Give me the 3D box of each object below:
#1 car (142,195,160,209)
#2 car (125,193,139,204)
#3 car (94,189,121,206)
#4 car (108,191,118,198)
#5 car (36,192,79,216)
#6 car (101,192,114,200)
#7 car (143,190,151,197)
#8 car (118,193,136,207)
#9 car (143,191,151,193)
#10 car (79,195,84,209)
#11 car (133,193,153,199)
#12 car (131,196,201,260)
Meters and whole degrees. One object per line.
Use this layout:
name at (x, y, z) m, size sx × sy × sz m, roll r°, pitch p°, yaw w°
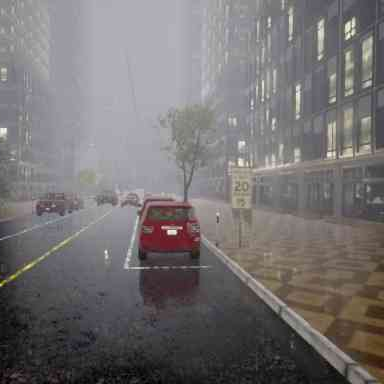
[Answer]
car at (-4.938, 1.139, 39.519) m, size 2.008 × 1.369 × 4.403 m, roll 1°, pitch 1°, yaw -8°
car at (-9.110, 0.899, 50.800) m, size 1.882 × 1.535 × 5.008 m, roll 1°, pitch 1°, yaw -8°
car at (-10.733, 0.694, 42.563) m, size 2.150 × 2.045 × 5.566 m, roll 1°, pitch 1°, yaw -8°
car at (-18.208, 0.488, 76.930) m, size 1.967 × 1.590 × 4.097 m, roll 1°, pitch 1°, yaw -8°
car at (-11.173, 0.921, 27.401) m, size 2.192 × 1.841 × 5.009 m, roll 1°, pitch 1°, yaw -8°
car at (-16.646, 0.721, 65.925) m, size 2.008 × 1.369 × 4.403 m, roll 1°, pitch 1°, yaw -8°
car at (-12.750, 0.288, 94.548) m, size 2.192 × 1.841 × 5.009 m, roll 1°, pitch 1°, yaw -8°
car at (-7.663, 1.135, 40.948) m, size 1.895 × 1.301 × 4.718 m, roll 1°, pitch 1°, yaw -8°
car at (-7.282, 0.946, 56.028) m, size 1.887 × 1.381 × 4.507 m, roll 1°, pitch 1°, yaw -8°
car at (-11.956, 0.983, 32.905) m, size 1.967 × 1.590 × 4.097 m, roll 1°, pitch 1°, yaw -8°
car at (-1.794, 1.157, 17.509) m, size 2.192 × 1.841 × 5.009 m, roll 1°, pitch 1°, yaw -8°
car at (-0.917, 1.222, 12.021) m, size 2.192 × 1.841 × 5.009 m, roll 1°, pitch 1°, yaw -8°
